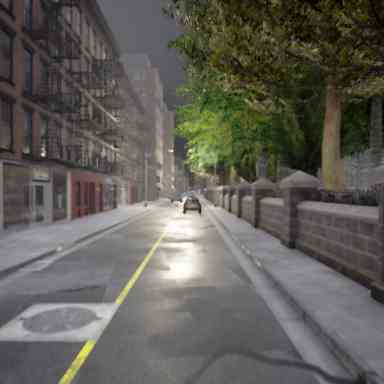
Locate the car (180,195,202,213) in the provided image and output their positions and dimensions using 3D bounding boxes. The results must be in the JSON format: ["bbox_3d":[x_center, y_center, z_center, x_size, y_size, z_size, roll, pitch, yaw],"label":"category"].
[{"bbox_3d":[0.056,1.402,35.962,2.033,1.649,4.856,0,0,1],"label":"car"}]

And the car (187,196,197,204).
[{"bbox_3d":[0.018,1.482,65.464,1.837,1.490,4.892,0,0,0],"label":"car"}]

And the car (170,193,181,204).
[{"bbox_3d":[-2.995,1.164,64.614,2.150,2.045,5.566,0,0,0],"label":"car"}]
